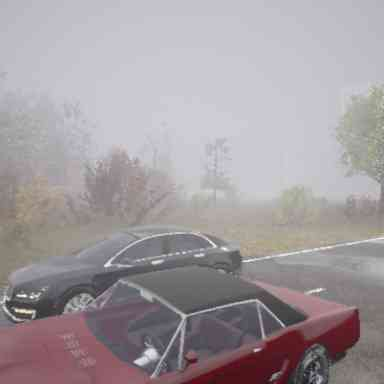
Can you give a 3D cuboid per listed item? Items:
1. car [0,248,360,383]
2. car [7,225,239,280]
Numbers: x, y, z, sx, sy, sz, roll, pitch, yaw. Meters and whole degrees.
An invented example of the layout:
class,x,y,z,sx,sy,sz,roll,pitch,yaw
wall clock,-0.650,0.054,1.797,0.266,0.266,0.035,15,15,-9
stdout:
class,x,y,z,sx,sy,sz,roll,pitch,yaw
car,-0.348,1.601,3.434,4.718,1.301,1.895,0,0,-35
car,-1.096,1.504,6.890,4.892,1.490,1.837,0,0,-35
